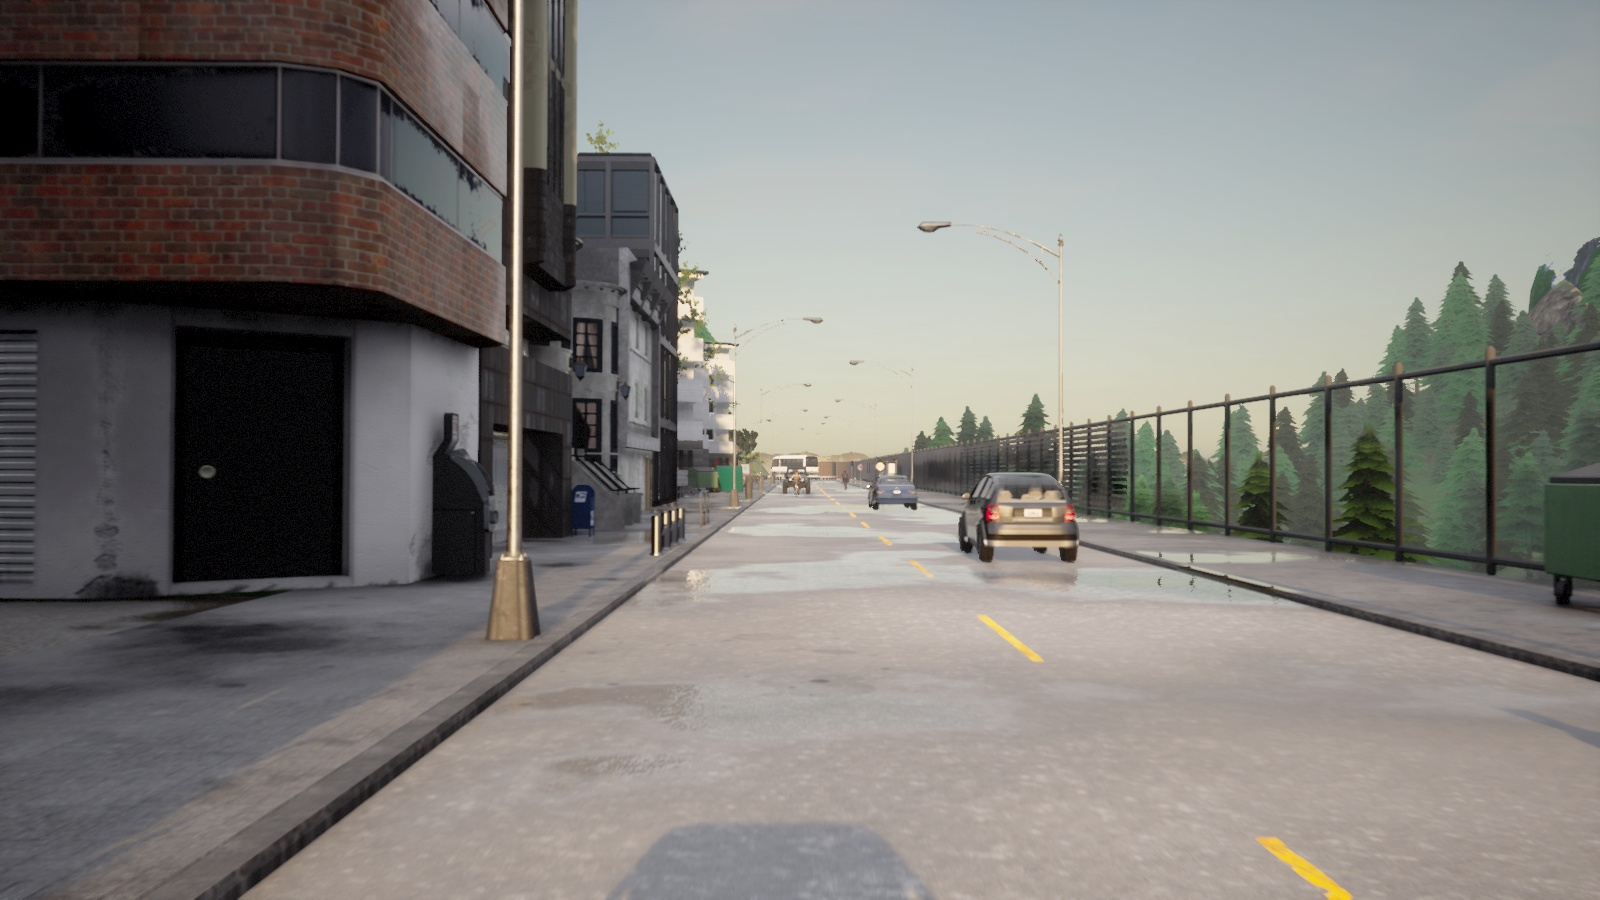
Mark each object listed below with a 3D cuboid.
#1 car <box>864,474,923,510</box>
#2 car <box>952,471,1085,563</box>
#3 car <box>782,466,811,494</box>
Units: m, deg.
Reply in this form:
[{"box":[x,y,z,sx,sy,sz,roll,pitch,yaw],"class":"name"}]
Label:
[{"box":[3.864,1.729,52.697,2.033,1.411,5.357,0,-1,0],"class":"car"},{"box":[3.939,1.165,23.166,1.789,1.549,3.705,0,-1,0],"class":"car"},{"box":[-0.220,2.050,85.905,1.905,1.878,3.866,0,-1,0],"class":"car"}]
